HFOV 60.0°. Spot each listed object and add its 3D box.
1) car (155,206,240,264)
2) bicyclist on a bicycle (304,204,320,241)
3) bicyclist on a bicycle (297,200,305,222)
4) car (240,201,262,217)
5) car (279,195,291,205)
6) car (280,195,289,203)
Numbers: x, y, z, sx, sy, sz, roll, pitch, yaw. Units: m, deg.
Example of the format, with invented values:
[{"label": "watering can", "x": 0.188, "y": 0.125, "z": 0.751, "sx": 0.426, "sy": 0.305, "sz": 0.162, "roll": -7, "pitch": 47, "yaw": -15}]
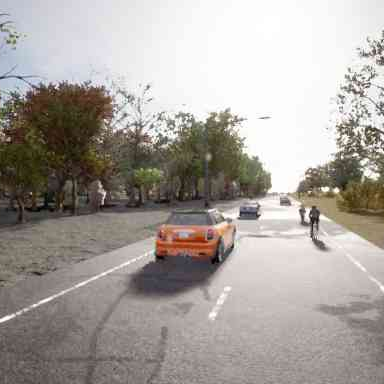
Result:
[{"label": "car", "x": 0.324, "y": 1.354, "z": 12.180, "sx": 2.097, "sy": 1.767, "sz": 4.553, "roll": 0, "pitch": 0, "yaw": 15}, {"label": "bicyclist on a bicycle", "x": 5.820, "y": 1.457, "z": 15.793, "sx": 0.582, "sy": 1.620, "sz": 1.656, "roll": 0, "pitch": 0, "yaw": 15}, {"label": "bicyclist on a bicycle", "x": 8.370, "y": 1.443, "z": 25.163, "sx": 0.866, "sy": 1.612, "sz": 1.509, "roll": 0, "pitch": 0, "yaw": 15}, {"label": "car", "x": 5.598, "y": 1.555, "z": 31.746, "sx": 2.033, "sy": 1.411, "sz": 5.357, "roll": 0, "pitch": 0, "yaw": 15}, {"label": "car", "x": 16.632, "y": 1.565, "z": 59.168, "sx": 2.033, "sy": 1.411, "sz": 5.357, "roll": 0, "pitch": 0, "yaw": 16}, {"label": "car", "x": 19.886, "y": 1.522, "z": 71.573, "sx": 1.837, "sy": 1.490, "sz": 4.892, "roll": 0, "pitch": 0, "yaw": 15}]
